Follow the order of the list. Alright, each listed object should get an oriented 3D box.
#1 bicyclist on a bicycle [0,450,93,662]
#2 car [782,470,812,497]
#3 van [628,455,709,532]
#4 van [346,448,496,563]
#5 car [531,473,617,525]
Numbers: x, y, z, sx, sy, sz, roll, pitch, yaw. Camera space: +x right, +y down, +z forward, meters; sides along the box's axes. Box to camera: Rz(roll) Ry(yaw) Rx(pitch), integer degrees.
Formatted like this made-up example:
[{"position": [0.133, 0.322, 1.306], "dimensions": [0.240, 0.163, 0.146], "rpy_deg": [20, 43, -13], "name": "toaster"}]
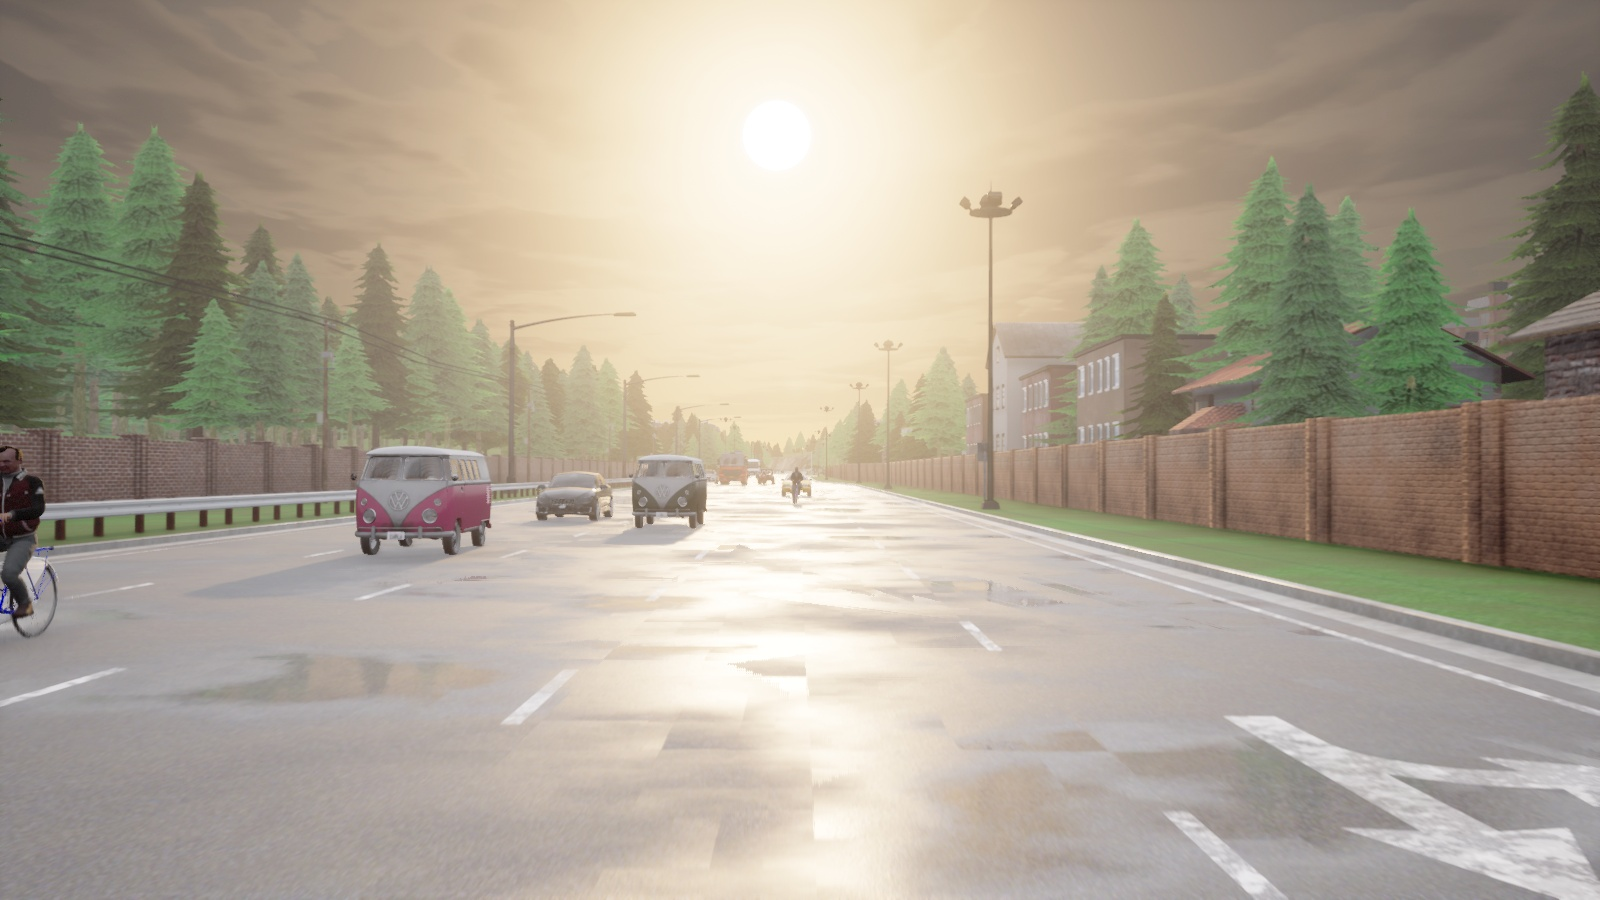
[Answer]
[{"position": [-7.028, 0.897, 10.965], "dimensions": [0.659, 1.776, 1.843], "rpy_deg": [0, -1, 0], "name": "bicyclist on a bicycle"}, {"position": [-0.192, 2.048, 77.251], "dimensions": [1.801, 1.575, 5.366], "rpy_deg": [0, -1, 0], "name": "car"}, {"position": [-3.588, 1.167, 34.957], "dimensions": [1.775, 1.987, 4.442], "rpy_deg": [0, -1, 0], "name": "van"}, {"position": [-7.129, 0.999, 24.072], "dimensions": [1.775, 1.987, 4.442], "rpy_deg": [0, -1, -4], "name": "van"}, {"position": [-7.099, 1.513, 39.902], "dimensions": [1.837, 1.490, 4.892], "rpy_deg": [0, 0, 0], "name": "car"}]
